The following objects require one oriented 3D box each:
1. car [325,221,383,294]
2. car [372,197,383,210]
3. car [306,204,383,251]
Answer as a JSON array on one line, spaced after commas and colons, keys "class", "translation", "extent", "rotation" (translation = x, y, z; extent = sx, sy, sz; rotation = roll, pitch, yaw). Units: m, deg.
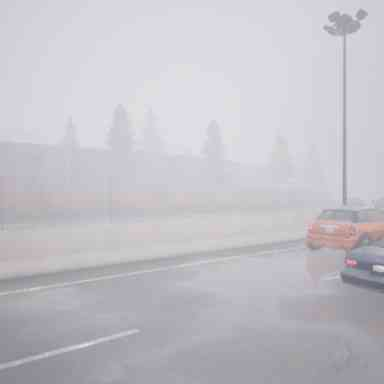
[{"class": "car", "translation": [5.714, 1.532, 7.898], "extent": [5.357, 1.411, 2.033], "rotation": [0, 0, -35]}, {"class": "car", "translation": [24.092, 1.431, 41.496], "extent": [1.837, 1.490, 4.892], "rotation": [0, 0, 41]}, {"class": "car", "translation": [6.472, 1.330, 12.706], "extent": [4.553, 1.767, 2.097], "rotation": [0, 0, -35]}]
